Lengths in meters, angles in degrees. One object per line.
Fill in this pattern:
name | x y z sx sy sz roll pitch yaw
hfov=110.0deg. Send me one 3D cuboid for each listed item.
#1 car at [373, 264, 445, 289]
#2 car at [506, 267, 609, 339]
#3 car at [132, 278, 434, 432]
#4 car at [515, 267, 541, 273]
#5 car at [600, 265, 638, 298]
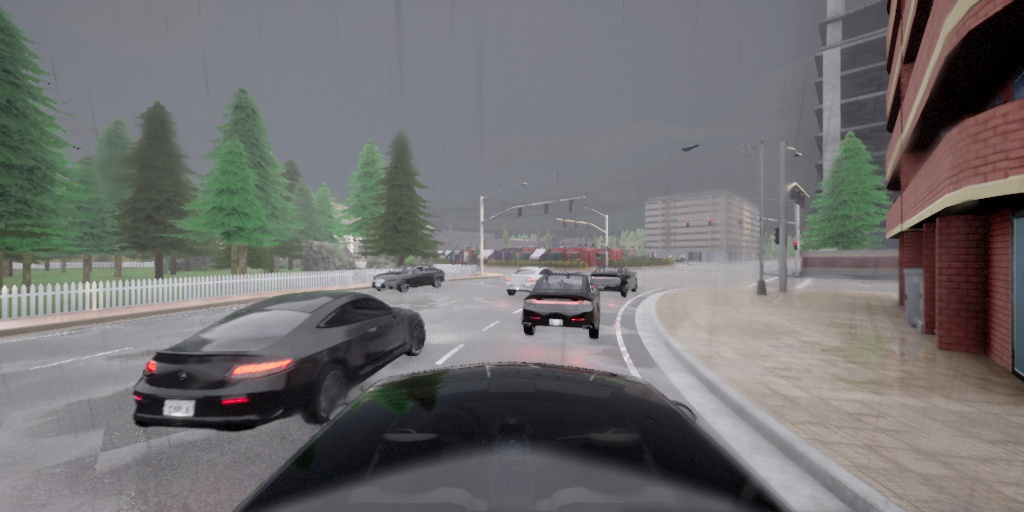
car | -5.911 1.241 20.926 2.128 1.511 4.902 0 0 26
car | 1.561 1.240 10.208 2.128 1.511 4.902 0 0 14
car | -2.912 1.275 5.676 1.812 1.442 4.674 0 0 6
car | 1.266 1.272 18.837 1.812 1.442 4.674 0 0 26
car | 5.344 1.238 18.824 2.128 1.511 4.902 0 0 28
